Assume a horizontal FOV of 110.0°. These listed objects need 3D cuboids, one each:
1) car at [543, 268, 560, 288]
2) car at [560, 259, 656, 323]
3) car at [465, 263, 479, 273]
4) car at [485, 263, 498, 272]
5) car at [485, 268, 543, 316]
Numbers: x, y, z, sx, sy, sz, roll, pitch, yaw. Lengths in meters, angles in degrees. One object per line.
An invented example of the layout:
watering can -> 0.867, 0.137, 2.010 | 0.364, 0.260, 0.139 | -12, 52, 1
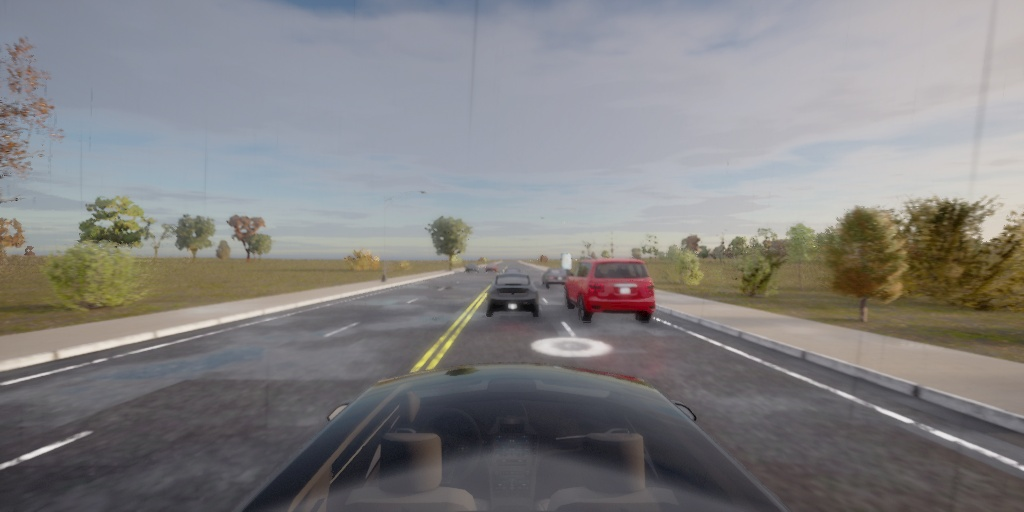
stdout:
car -> 3.274, 1.608, 26.944 | 2.033, 1.411, 5.357 | 0, -1, 0
car -> 3.282, 1.113, 12.984 | 2.150, 2.045, 5.566 | 0, 0, 1
car -> -6.549, 1.950, 58.643 | 1.837, 1.490, 4.892 | 0, -1, 1
car -> -3.303, 1.922, 58.642 | 1.882, 1.535, 5.008 | 0, -1, 1
car -> 0.046, 1.410, 14.124 | 1.837, 1.490, 4.892 | 0, 0, 1
